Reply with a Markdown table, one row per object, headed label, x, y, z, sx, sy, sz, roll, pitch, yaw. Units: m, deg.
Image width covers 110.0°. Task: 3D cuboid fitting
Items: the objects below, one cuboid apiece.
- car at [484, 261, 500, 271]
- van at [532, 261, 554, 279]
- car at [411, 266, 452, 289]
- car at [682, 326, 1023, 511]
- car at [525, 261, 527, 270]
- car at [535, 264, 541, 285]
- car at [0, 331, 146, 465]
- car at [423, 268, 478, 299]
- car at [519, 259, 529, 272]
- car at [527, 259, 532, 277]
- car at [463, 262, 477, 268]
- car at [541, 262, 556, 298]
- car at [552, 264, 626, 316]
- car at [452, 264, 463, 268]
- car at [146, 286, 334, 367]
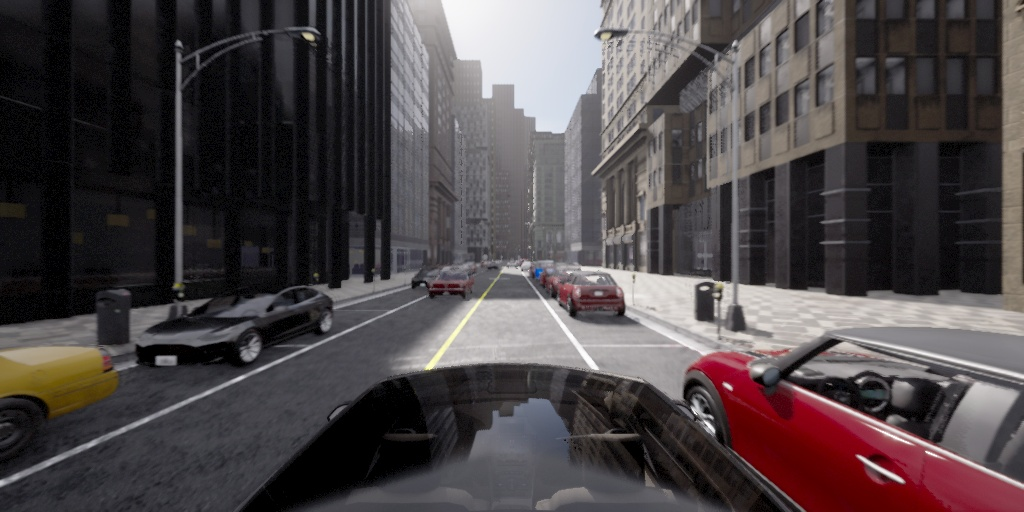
| label | x | y | z | sx | sy | sz | roll | pitch | yaw |
| --- | --- | --- | --- | --- | --- | --- | --- | --- | --- |
| car | -3.052 | 1.757 | 59.449 | 1.895 | 1.301 | 4.718 | 0 | 0 | 1 |
| van | 2.852 | 1.293 | 30.661 | 1.690 | 1.789 | 3.998 | 0 | 0 | 0 |
| car | -5.672 | 1.478 | 25.007 | 1.948 | 1.339 | 4.313 | 0 | 0 | 0 |
| car | 2.856 | 1.195 | 2.420 | 1.967 | 1.591 | 4.097 | 0 | 0 | 0 |
| car | 2.850 | 1.577 | 41.958 | 1.888 | 1.381 | 4.507 | 0 | 0 | 0 |
| car | 2.853 | 1.457 | 25.013 | 1.888 | 1.381 | 4.507 | 0 | 0 | 0 |
| car | -5.669 | 1.280 | 2.243 | 1.751 | 1.417 | 4.829 | 0 | 0 | 0 |
| car | -3.103 | 1.472 | 19.079 | 1.895 | 1.301 | 4.718 | 0 | 0 | 0 |
| car | 2.343 | 1.654 | 55.486 | 1.812 | 1.442 | 4.674 | 0 | 0 | 0 |
| car | 2.851 | 1.432 | 36.310 | 1.967 | 1.591 | 4.097 | 0 | 0 | 0 |
| car | -5.675 | 1.582 | 41.953 | 2.007 | 1.370 | 4.403 | 0 | 0 | 0 |
| car | 2.854 | 1.313 | 19.364 | 1.967 | 1.591 | 4.097 | 0 | 0 | 0 |
| car | 2.854 | 1.273 | 13.716 | 1.967 | 1.591 | 4.097 | 0 | 0 | 0 |
| car | -5.673 | 1.497 | 30.656 | 1.888 | 1.381 | 4.507 | 0 | 0 | 0 |
| car | -5.670 | 1.360 | 8.062 | 1.948 | 1.339 | 4.313 | 0 | 0 | 0 |
